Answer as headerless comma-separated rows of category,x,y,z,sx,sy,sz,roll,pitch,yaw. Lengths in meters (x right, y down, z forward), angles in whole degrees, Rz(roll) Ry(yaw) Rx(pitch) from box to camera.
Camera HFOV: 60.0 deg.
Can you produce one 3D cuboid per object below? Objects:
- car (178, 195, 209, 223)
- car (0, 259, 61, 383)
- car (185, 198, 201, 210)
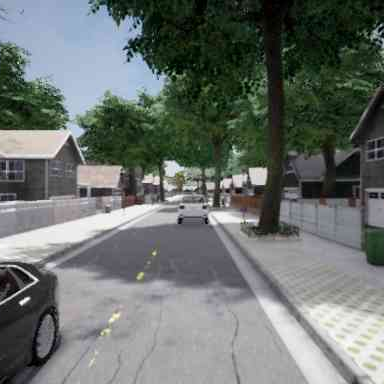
car,0.094,1.217,25.484,2.150,2.045,5.566,0,0,0
car,-2.831,1.505,3.001,1.837,1.490,4.892,0,0,0
car,0.088,1.558,42.987,1.994,1.385,4.181,0,0,0
